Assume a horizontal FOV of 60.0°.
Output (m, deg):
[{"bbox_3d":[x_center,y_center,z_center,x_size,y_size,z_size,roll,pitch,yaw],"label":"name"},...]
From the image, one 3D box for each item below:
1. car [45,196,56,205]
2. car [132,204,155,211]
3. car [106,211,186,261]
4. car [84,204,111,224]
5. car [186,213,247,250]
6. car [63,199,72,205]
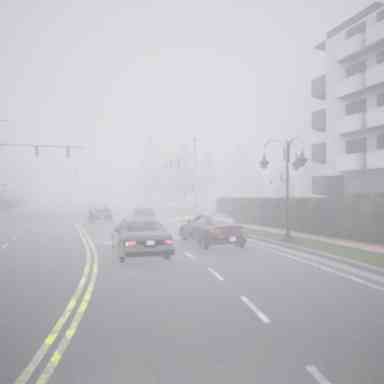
[{"bbox_3d":[-32.007,2.232,75.319,1.882,1.535,5.008,0,-1,-20],"label":"car"},{"bbox_3d":[-4.362,1.780,30.039,1.882,1.535,5.008,0,0,-11],"label":"car"},{"bbox_3d":[-2.050,1.678,12.904,2.033,1.411,5.357,0,-1,-17],"label":"car"},{"bbox_3d":[-7.886,1.774,27.933,2.128,1.511,4.902,0,-1,-24],"label":"car"},{"bbox_3d":[0.862,1.679,15.169,1.812,1.442,4.674,0,0,-19],"label":"car"},{"bbox_3d":[-28.703,2.361,76.474,1.895,1.301,4.718,0,-1,-20],"label":"car"}]
